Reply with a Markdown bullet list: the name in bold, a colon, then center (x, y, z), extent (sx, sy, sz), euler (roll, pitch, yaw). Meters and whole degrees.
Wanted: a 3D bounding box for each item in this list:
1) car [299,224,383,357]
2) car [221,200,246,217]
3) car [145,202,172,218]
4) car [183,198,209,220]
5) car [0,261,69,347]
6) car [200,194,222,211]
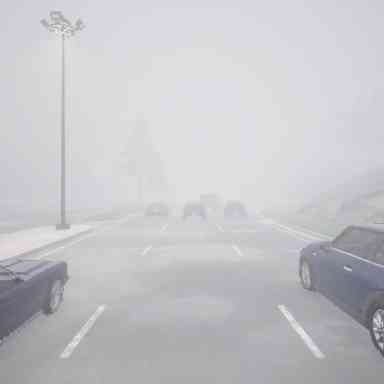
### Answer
- **car**: center (3.598, 1.353, 6.092), extent (2.097, 1.767, 4.553), euler (0, 0, 0)
- **car**: center (3.962, 1.506, 31.199), extent (1.837, 1.490, 4.892), euler (0, 0, 4)
- **car**: center (-3.043, 1.564, 30.832), extent (1.994, 1.385, 4.181), euler (0, 0, 4)
- **car**: center (0.276, 1.499, 28.079), extent (1.837, 1.490, 4.892), euler (0, -2, 2)
- **car**: center (-3.401, 1.601, 4.605), extent (1.895, 1.301, 4.718), euler (0, 0, 0)
- **car**: center (2.293, 1.217, 40.535), extent (2.150, 2.045, 5.566), euler (0, -1, 15)
